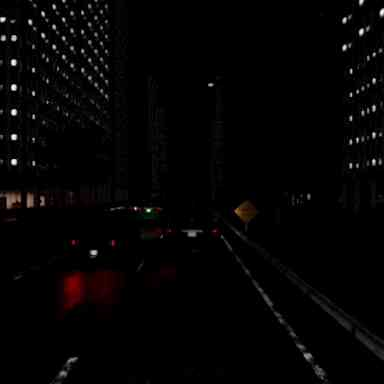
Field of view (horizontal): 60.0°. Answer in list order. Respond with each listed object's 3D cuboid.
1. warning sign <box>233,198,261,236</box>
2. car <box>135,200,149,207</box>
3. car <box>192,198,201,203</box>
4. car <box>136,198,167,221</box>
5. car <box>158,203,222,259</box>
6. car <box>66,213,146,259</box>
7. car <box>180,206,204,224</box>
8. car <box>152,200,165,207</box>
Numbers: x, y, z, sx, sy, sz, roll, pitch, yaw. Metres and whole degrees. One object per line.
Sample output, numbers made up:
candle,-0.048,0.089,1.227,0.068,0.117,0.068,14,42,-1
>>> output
warning sign,2.861,1.291,17.444,1.300,1.860,1.060,1,0,0
car,-9.774,2.254,65.287,1.895,1.301,4.718,0,-1,0
car,1.118,2.187,83.433,2.097,1.767,4.553,0,-1,0
car,-3.246,1.501,27.545,2.150,2.045,5.566,0,0,0
car,0.021,1.486,13.406,2.097,1.767,4.553,0,-1,1
car,-3.234,1.735,13.234,1.895,1.301,4.718,0,-1,0
car,0.014,1.884,28.236,1.895,1.301,4.718,0,-1,0
car,-6.528,2.215,65.324,1.994,1.385,4.181,0,-1,0
